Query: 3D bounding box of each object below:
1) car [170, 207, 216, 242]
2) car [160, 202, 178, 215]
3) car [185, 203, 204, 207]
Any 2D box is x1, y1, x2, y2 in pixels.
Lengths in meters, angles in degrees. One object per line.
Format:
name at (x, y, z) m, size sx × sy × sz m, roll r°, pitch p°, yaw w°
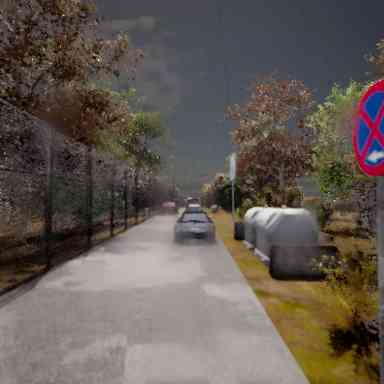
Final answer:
car at (0.148, 1.650, 16.971) m, size 1.994 × 1.385 × 4.181 m, roll 0°, pitch -1°, yaw 0°
car at (-2.671, 1.900, 39.399) m, size 1.882 × 1.535 × 5.008 m, roll 0°, pitch -1°, yaw 1°
car at (0.240, 1.852, 34.496) m, size 1.812 × 1.442 × 4.674 m, roll 0°, pitch -1°, yaw 0°
